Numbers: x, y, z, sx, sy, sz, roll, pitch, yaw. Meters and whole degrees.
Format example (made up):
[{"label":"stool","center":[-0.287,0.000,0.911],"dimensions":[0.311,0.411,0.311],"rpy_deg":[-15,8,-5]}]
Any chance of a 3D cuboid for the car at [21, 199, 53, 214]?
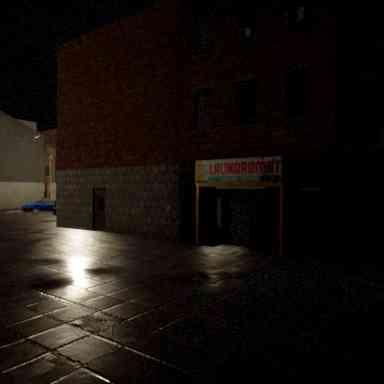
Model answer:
[{"label":"car","center":[-15.966,1.505,36.235],"dimensions":[1.882,1.535,5.008],"rpy_deg":[0,0,36]}]
